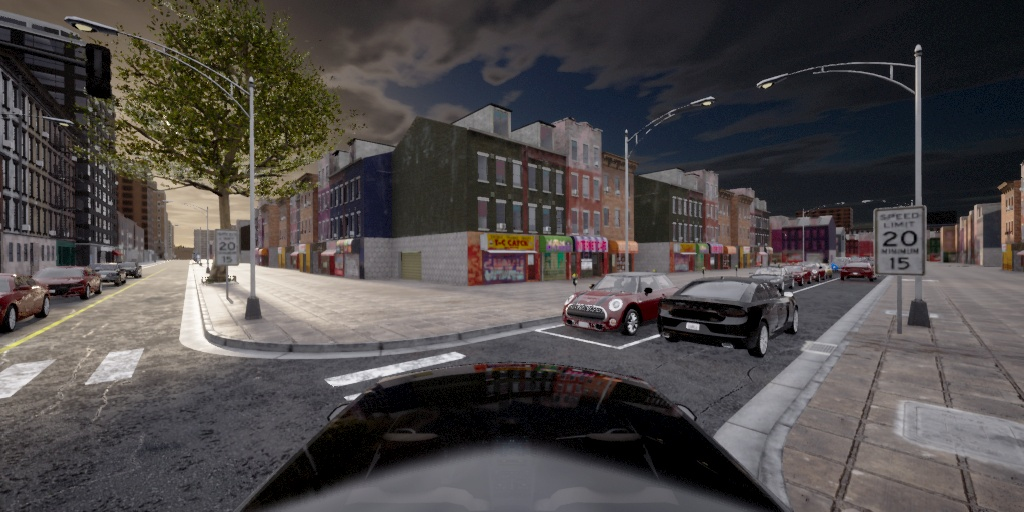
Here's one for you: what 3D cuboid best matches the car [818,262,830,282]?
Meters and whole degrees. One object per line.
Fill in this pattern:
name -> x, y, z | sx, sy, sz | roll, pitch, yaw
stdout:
car -> 23.464, 1.175, 28.527 | 4.097, 1.591, 1.967 | 0, 0, -42

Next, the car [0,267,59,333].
car -> -14.921, 1.235, 10.016 | 1.882, 1.535, 5.008 | 0, 0, -42

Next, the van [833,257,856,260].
van -> 39.613, 1.070, 43.075 | 3.998, 1.789, 1.690 | 0, 0, -42

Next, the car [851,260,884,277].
car -> 35.987, 1.218, 36.251 | 4.902, 1.511, 2.128 | 0, 0, -42

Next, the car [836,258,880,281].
car -> 28.473, 1.207, 29.420 | 5.008, 1.535, 1.882 | 0, 0, -41

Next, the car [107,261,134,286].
car -> -27.948, 1.234, 24.557 | 2.128, 1.511, 4.902 | 0, 0, -42

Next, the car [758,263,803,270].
car -> 15.389, 1.292, 21.254 | 4.403, 1.370, 2.007 | 0, 0, -42

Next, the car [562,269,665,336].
car -> 3.277, 1.194, 10.344 | 4.097, 1.591, 1.967 | 0, 0, -42

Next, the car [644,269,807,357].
car -> 5.390, 1.228, 8.698 | 5.008, 1.535, 1.882 | 0, 0, -42

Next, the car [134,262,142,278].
car -> -34.864, 1.243, 32.340 | 1.837, 1.490, 4.892 | 0, 0, -41

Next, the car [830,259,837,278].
car -> 27.375, 1.258, 32.051 | 4.829, 1.417, 1.751 | 0, 0, -42

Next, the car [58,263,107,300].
car -> -21.258, 1.226, 17.079 | 1.882, 1.535, 5.008 | 0, 0, -42

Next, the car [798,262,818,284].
car -> 19.426, 1.283, 24.891 | 4.507, 1.381, 1.888 | 0, 0, -42
